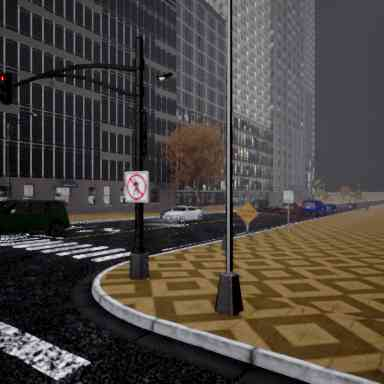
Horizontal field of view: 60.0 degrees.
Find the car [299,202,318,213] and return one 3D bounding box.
[{"bbox_3d":[19.194,2.506,54.728,1.882,1.535,5.008,0,-1,33],"label":"car"}]

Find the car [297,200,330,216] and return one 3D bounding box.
[{"bbox_3d":[16.168,2.065,43.994,2.150,2.045,5.566,0,-1,35],"label":"car"}]

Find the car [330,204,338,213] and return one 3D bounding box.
[{"bbox_3d":[21.923,2.558,52.964,1.812,1.442,4.674,0,-1,33],"label":"car"}]

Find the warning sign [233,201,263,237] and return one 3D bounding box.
[{"bbox_3d":[3.115,1.454,18.570,1.300,1.860,1.060,1,1,33],"label":"warning sign"}]

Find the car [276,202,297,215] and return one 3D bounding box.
[{"bbox_3d":[13.848,2.205,46.362,2.097,1.767,4.553,0,-1,33],"label":"car"}]

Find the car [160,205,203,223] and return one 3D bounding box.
[{"bbox_3d":[-0.725,1.989,30.101,1.812,1.442,4.674,0,-1,33],"label":"car"}]

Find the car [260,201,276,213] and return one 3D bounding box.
[{"bbox_3d":[12.381,2.493,50.223,1.895,1.301,4.718,0,-1,33],"label":"car"}]

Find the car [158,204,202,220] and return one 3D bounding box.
[{"bbox_3d":[-1.155,2.082,35.396,2.033,1.411,5.357,0,-1,33],"label":"car"}]

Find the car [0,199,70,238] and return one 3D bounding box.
[{"bbox_3d":[-9.032,1.403,17.210,2.150,2.045,5.566,0,-1,33],"label":"car"}]

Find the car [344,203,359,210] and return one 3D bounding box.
[{"bbox_3d":[31.516,2.837,65.715,1.812,1.442,4.674,0,-1,33],"label":"car"}]

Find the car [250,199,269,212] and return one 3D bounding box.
[{"bbox_3d":[10.913,2.136,53.891,2.150,2.045,5.566,0,-1,33],"label":"car"}]
